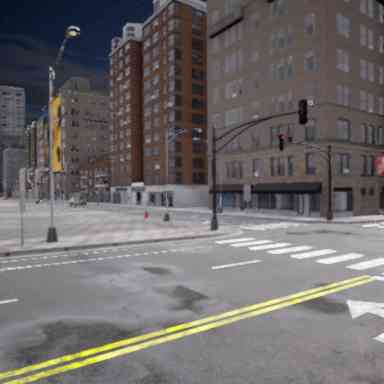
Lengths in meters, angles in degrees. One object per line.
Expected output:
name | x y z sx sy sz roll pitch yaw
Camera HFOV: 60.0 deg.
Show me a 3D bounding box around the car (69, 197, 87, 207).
car | -19.655 1.692 57.277 2.097 1.767 4.553 -1 0 -35
